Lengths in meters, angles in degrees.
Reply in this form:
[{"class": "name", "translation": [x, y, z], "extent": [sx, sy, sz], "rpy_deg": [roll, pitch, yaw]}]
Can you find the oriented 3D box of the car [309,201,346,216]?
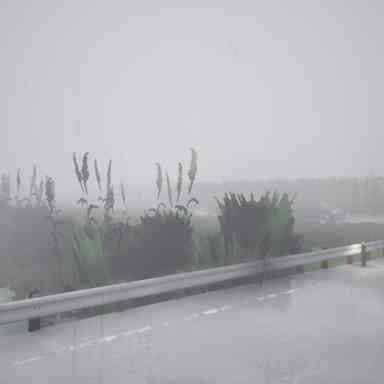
[{"class": "car", "translation": [10.878, 1.574, 29.024], "extent": [2.097, 1.767, 4.553], "rpy_deg": [-1, 1, -43]}]
